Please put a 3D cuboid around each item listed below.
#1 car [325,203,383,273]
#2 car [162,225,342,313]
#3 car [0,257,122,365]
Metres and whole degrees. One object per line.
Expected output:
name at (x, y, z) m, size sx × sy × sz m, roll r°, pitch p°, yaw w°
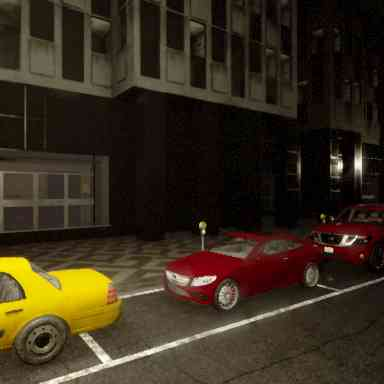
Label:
car at (5.909, 1.314, 10.847) m, size 5.009 × 1.841 × 2.192 m, roll 0°, pitch 0°, yaw -35°
car at (1.342, 1.581, 7.601) m, size 4.206 × 1.307 × 1.802 m, roll 0°, pitch 0°, yaw -35°
car at (-3.362, 1.525, 4.257) m, size 4.829 × 1.417 × 1.752 m, roll 0°, pitch 0°, yaw -35°
